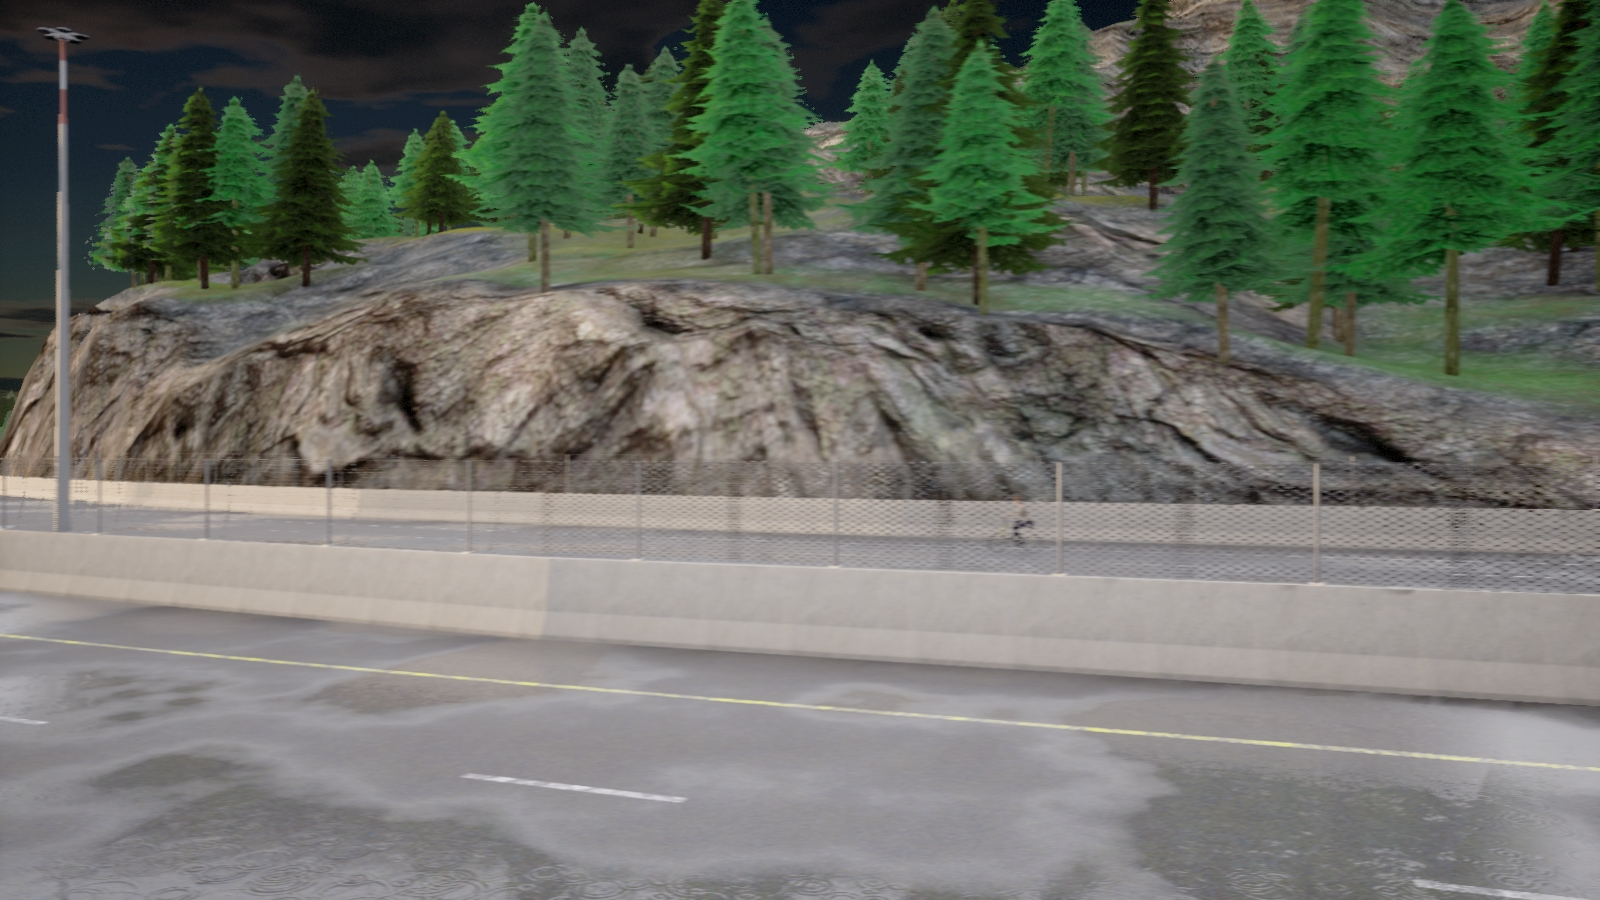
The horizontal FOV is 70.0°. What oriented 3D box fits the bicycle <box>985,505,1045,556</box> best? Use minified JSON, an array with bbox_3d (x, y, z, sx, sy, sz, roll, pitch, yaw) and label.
[{"bbox_3d":[5.823,2.166,30.933,1.487,1.295,0.859,0,0,21],"label":"bicycle"}]
